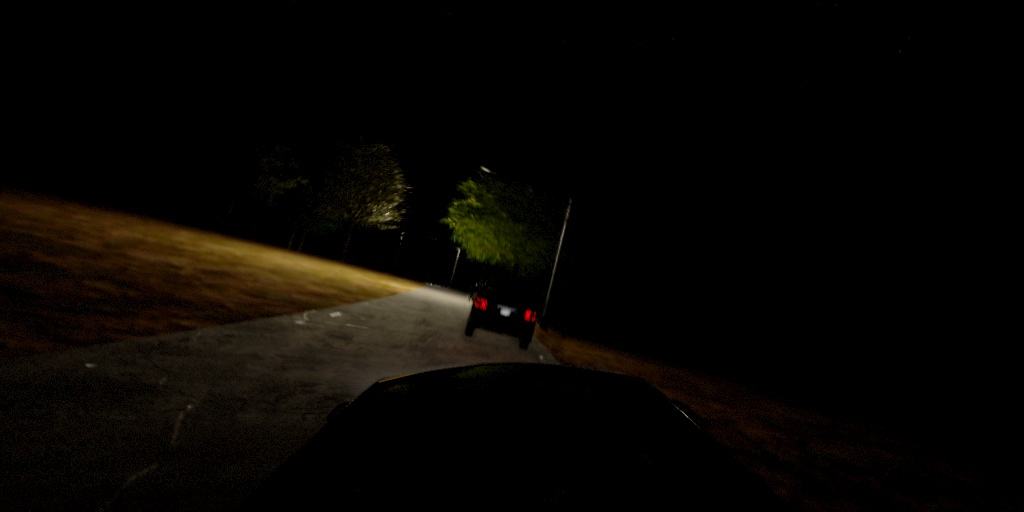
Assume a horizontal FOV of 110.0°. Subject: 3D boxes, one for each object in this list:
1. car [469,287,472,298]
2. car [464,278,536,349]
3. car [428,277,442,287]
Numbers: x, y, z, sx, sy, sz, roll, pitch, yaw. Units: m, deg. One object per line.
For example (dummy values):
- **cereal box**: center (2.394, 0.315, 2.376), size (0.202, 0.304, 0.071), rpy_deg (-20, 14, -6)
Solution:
- **car**: center (-2.464, 3.110, 29.572), size (1.837, 1.490, 4.892), rpy_deg (11, -3, -7)
- **car**: center (-0.412, 1.973, 13.453), size (2.150, 2.045, 5.566), rpy_deg (15, -5, -3)
- **car**: center (-12.330, 4.064, 57.579), size (1.895, 1.301, 4.718), rpy_deg (16, -7, -16)
